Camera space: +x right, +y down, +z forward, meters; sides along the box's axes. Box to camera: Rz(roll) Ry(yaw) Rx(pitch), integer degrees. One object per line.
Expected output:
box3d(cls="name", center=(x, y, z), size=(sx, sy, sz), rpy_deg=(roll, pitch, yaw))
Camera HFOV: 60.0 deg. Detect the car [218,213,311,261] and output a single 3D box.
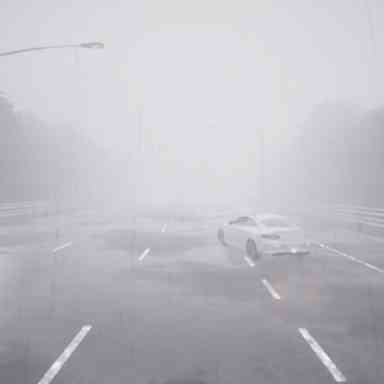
box3d(cls="car", center=(2.432, 1.478, 12.074), size=(1.812, 1.442, 4.674), rpy_deg=(0, 0, -15))
